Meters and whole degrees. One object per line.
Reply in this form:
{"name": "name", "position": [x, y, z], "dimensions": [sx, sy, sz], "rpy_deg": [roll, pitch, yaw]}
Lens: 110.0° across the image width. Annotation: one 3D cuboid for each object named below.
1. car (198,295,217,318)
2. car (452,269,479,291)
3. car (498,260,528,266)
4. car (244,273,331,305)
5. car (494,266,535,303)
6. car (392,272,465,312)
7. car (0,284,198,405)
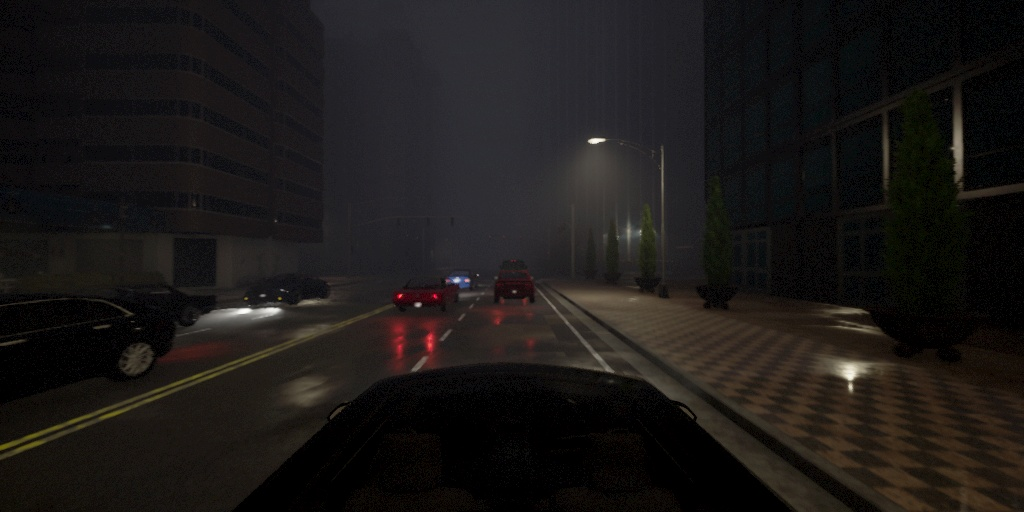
{"name": "car", "position": [-10.594, 1.447, 9.481], "dimensions": [1.895, 1.301, 4.718], "rpy_deg": [0, -1, 0]}
{"name": "car", "position": [-3.393, 1.585, 24.797], "dimensions": [2.033, 1.411, 5.357], "rpy_deg": [0, -1, 0]}
{"name": "car", "position": [0.107, 1.301, 28.116], "dimensions": [2.150, 2.045, 5.566], "rpy_deg": [0, -1, 0]}
{"name": "car", "position": [-10.496, 1.506, 17.088], "dimensions": [1.994, 1.385, 4.181], "rpy_deg": [0, -1, 0]}
{"name": "car", "position": [0.105, 1.432, 18.117], "dimensions": [1.882, 1.535, 5.008], "rpy_deg": [0, -1, 0]}
{"name": "car", "position": [-3.397, 1.519, 15.205], "dimensions": [1.895, 1.301, 4.718], "rpy_deg": [0, -1, 0]}
{"name": "car", "position": [-7.085, 1.289, 4.524], "dimensions": [1.837, 1.490, 4.892], "rpy_deg": [0, -1, 0]}
